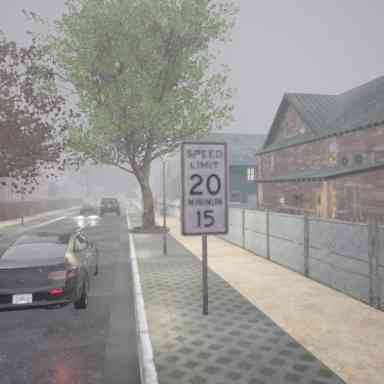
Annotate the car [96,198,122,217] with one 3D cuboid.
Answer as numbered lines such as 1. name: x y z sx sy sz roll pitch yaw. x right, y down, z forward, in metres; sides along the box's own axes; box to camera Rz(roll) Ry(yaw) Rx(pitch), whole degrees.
1. car: -9.276 1.671 37.890 2.150 2.045 5.566 -1 -1 -11

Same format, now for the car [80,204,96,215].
1. car: -12.888 2.136 41.656 1.895 1.301 4.718 -1 -1 -11

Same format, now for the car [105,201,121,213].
1. car: -11.349 2.116 47.932 2.033 1.411 5.357 -1 -1 -11

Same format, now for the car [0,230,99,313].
1. car: -3.243 1.615 7.720 1.812 1.442 4.674 -1 -1 -11
